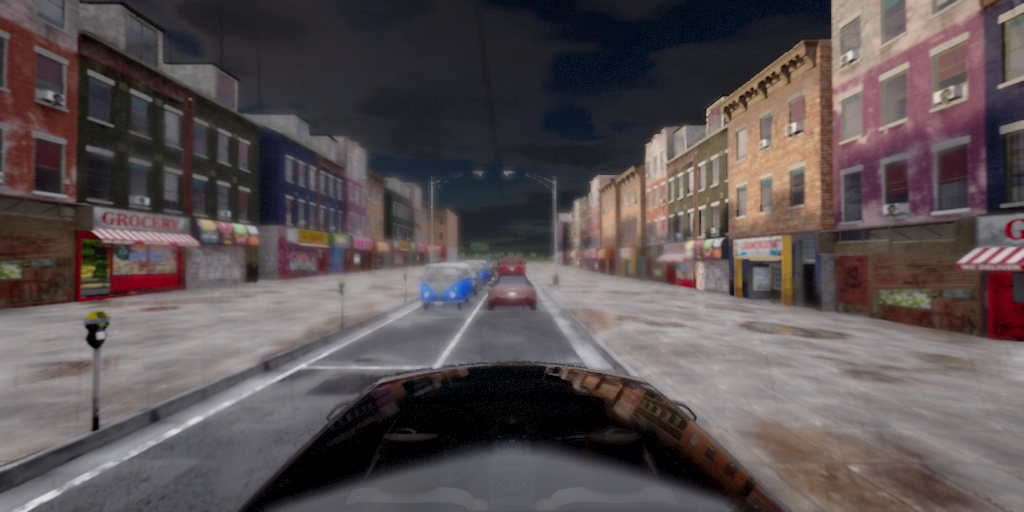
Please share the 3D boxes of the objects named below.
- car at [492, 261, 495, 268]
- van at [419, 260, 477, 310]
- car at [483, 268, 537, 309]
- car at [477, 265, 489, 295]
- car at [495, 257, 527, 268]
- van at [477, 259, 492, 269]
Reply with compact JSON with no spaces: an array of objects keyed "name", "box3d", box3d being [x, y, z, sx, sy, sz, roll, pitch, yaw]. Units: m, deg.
[{"name":"car","box3d":[-2.631,1.411,31.560,1.948,1.339,4.313,0,0,0]},{"name":"van","box3d":[-2.634,1.179,14.918,1.690,1.789,3.998,0,0,0]},{"name":"car","box3d":[0.021,1.405,15.409,1.994,1.385,4.181,0,0,0]},{"name":"car","box3d":[-2.633,1.404,20.466,2.007,1.370,4.403,0,0,0]},{"name":"car","box3d":[0.013,1.075,29.381,2.150,2.045,5.566,0,0,0]},{"name":"van","box3d":[-2.632,1.197,26.013,1.690,1.789,3.998,0,0,0]}]
